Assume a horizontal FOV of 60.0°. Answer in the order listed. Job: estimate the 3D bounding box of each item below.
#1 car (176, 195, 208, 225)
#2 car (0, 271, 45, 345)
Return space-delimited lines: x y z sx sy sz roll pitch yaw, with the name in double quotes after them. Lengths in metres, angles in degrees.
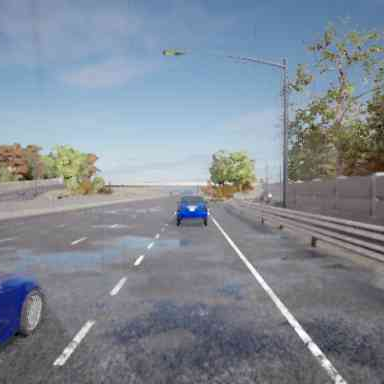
0.009 1.245 24.688 2.150 2.045 5.566 0 0 0 "car"
-3.400 1.528 3.709 1.812 1.442 4.674 0 0 0 "car"
